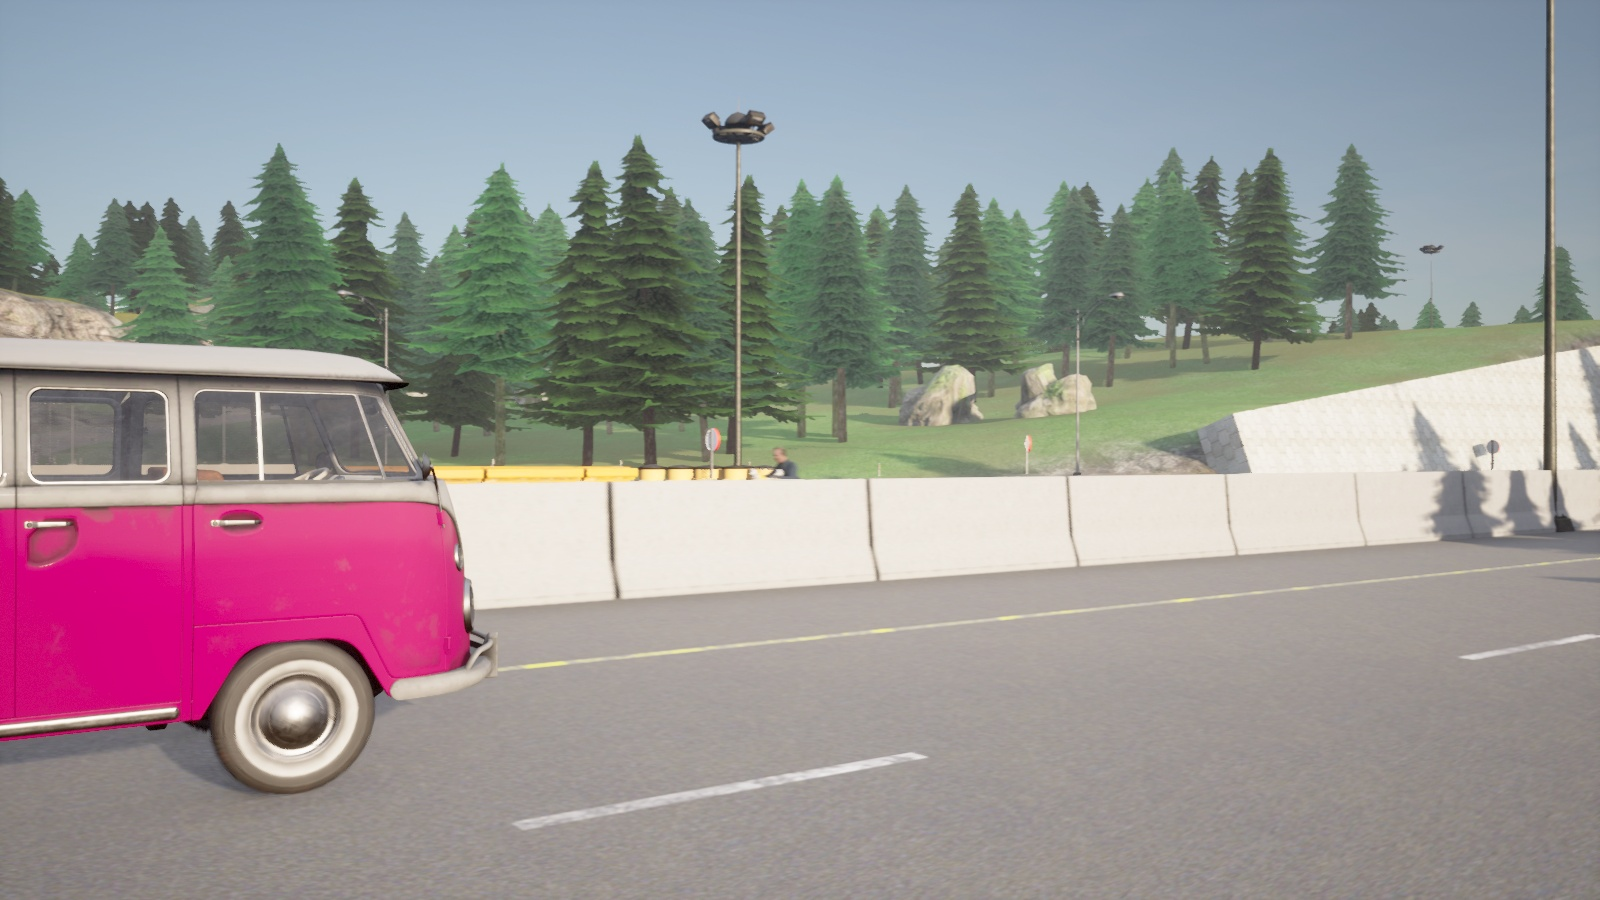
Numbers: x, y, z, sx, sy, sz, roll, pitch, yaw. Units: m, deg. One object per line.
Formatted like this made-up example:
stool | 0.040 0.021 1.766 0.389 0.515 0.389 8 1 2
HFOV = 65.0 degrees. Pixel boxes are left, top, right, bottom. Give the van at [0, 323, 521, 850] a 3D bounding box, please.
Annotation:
van | -3.649 0.518 5.384 4.442 1.987 1.775 0 0 -35
